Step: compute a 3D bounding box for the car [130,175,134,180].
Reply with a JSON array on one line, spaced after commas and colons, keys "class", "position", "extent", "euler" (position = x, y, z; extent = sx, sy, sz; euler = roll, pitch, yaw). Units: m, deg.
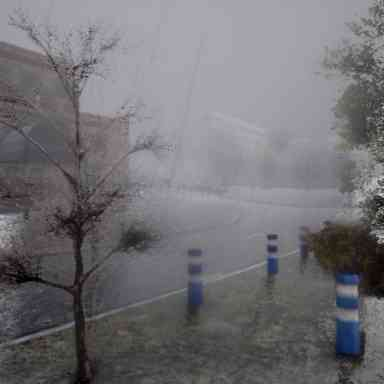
[{"class": "car", "position": [-14.327, -3.400, 93.749], "extent": [1.946, 1.575, 5.366], "euler": [6, 5, 36]}]

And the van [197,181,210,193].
[{"class": "van", "position": [3.537, -0.855, 66.186], "extent": [1.878, 1.987, 4.442], "euler": [6, 5, 38]}]

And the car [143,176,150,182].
[{"class": "car", "position": [-9.277, -2.897, 86.386], "extent": [2.435, 2.045, 5.566], "euler": [5, 5, 37]}]

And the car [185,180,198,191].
[{"class": "car", "position": [1.872, -1.128, 68.600], "extent": [2.435, 2.045, 5.566], "euler": [6, 5, 38]}]

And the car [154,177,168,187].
[{"class": "car", "position": [-6.067, -2.139, 81.324], "extent": [2.231, 1.521, 4.892], "euler": [6, 5, 37]}]

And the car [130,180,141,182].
[{"class": "car", "position": [-11.439, -0.715, 57.695], "extent": [2.185, 1.767, 4.553], "euler": [5, 6, 36]}]

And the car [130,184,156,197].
[{"class": "car", "position": [-8.181, -0.057, 52.808], "extent": [2.002, 1.452, 4.674], "euler": [5, 6, 36]}]

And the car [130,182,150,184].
[{"class": "car", "position": [-9.807, -0.315, 55.271], "extent": [2.163, 1.488, 4.792], "euler": [5, 6, 36]}]

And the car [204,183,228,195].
[{"class": "car", "position": [5.034, -0.375, 63.571], "extent": [2.097, 1.535, 5.008], "euler": [6, 5, 38]}]

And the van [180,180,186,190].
[{"class": "van", "position": [0.234, -1.353, 71.068], "extent": [1.878, 1.987, 4.442], "euler": [6, 5, 38]}]

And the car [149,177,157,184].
[{"class": "car", "position": [-7.671, -2.364, 83.874], "extent": [2.163, 1.488, 4.792], "euler": [5, 5, 37]}]

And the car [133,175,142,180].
[{"class": "car", "position": [-12.548, -3.402, 91.413], "extent": [2.435, 2.045, 5.566], "euler": [5, 5, 37]}]

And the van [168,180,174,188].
[{"class": "van", "position": [-2.802, -1.864, 76.332], "extent": [1.878, 1.987, 4.442], "euler": [6, 5, 38]}]

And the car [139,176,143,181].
[{"class": "car", "position": [-10.939, -2.898, 88.901], "extent": [2.231, 1.521, 4.892], "euler": [5, 5, 37]}]

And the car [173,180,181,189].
[{"class": "car", "position": [-1.308, -1.508, 73.684], "extent": [2.185, 1.767, 4.553], "euler": [6, 5, 38]}]
